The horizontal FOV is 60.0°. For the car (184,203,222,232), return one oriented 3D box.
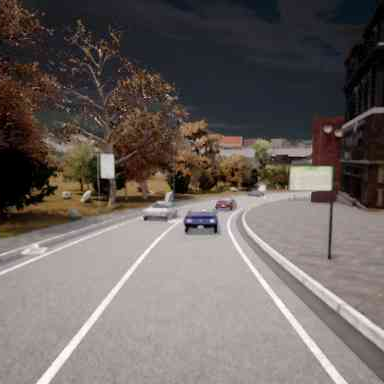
[{"bbox_3d":[0.656,1.556,19.902,1.895,1.301,4.718,0,0,5],"label":"car"}]

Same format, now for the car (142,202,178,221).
[{"bbox_3d":[-2.379,1.456,25.750,1.895,1.301,4.718,1,1,9],"label":"car"}]

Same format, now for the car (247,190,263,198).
[{"bbox_3d":[12.276,0.274,64.622,1.994,1.385,4.181,4,4,33],"label":"car"}]

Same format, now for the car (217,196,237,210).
[{"bbox_3d":[3.931,1.232,37.540,1.812,1.442,4.674,2,2,16],"label":"car"}]
